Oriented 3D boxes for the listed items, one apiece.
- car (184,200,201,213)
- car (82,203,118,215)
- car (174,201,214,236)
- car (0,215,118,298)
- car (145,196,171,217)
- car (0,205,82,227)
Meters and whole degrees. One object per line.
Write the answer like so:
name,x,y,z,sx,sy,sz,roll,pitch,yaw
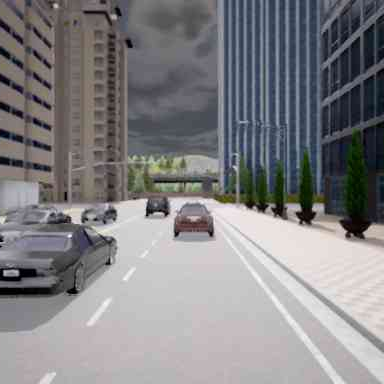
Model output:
car,0.131,1.755,41.198,1.994,1.385,4.181,0,0,2
car,-7.016,1.611,25.581,2.128,1.511,4.902,0,0,0
car,0.097,1.442,19.046,2.097,1.767,4.553,0,0,0
car,-3.402,1.588,8.788,2.033,1.411,5.357,0,0,0
car,-3.406,1.383,33.972,2.150,2.045,5.566,0,0,0
car,-7.082,1.564,15.332,2.128,1.511,4.902,0,0,0
